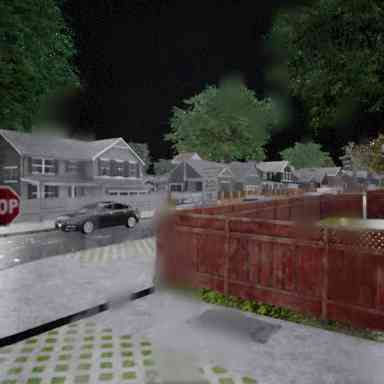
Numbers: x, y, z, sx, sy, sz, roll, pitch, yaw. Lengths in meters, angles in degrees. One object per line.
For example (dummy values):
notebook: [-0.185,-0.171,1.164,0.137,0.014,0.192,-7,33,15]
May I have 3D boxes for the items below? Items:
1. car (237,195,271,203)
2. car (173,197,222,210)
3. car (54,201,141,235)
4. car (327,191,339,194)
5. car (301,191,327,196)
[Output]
car: [6.493,0.978,33.937,2.033,1.411,5.357,0,1,35]
car: [0.508,1.110,25.400,2.128,1.511,4.902,0,1,35]
car: [-4.867,1.289,17.732,1.837,1.490,4.892,0,1,35]
car: [20.229,0.567,48.597,2.128,1.511,4.902,0,1,35]
car: [14.407,0.765,40.200,1.837,1.490,4.892,0,1,35]
